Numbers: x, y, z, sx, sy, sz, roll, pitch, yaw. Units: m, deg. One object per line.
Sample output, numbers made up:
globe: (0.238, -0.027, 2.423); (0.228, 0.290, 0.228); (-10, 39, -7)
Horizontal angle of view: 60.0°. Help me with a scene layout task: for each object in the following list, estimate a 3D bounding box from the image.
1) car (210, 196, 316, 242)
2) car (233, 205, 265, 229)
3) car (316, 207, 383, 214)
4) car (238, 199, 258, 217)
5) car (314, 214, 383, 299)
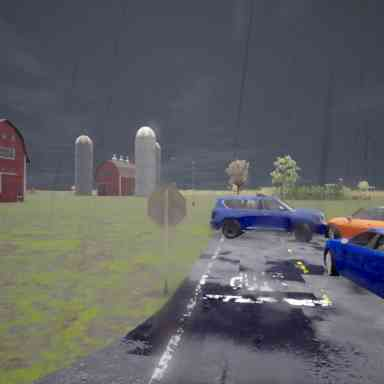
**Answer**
car: (3.655, 1.219, 16.391); (5.566, 2.045, 2.150); (0, 0, 20)
car: (3.849, 1.601, 22.696); (1.895, 1.301, 4.718); (0, 0, 9)
car: (7.543, 1.366, 13.550); (2.097, 1.767, 4.553); (0, 0, -18)
car: (5.504, 1.502, 33.003); (1.837, 1.490, 4.892); (0, 0, 9)
car: (4.537, 1.481, 7.203); (1.882, 1.535, 5.008); (0, 0, 1)
